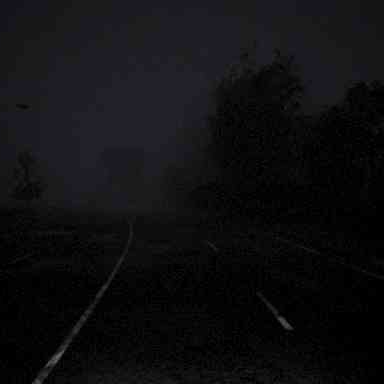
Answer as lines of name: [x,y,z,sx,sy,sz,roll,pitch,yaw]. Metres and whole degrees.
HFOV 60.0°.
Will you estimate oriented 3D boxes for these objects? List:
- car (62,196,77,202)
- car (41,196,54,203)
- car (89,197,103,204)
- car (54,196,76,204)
car: [-31.448,1.820,85.212,1.812,1.442,4.674,-3,3,-44]
car: [-37.189,1.719,85.965,4.553,1.767,2.097,2,4,43]
car: [-21.172,1.833,73.148,1.837,1.490,4.892,-3,1,-37]
car: [-29.965,1.975,78.439,1.882,1.535,5.008,-3,3,-42]
